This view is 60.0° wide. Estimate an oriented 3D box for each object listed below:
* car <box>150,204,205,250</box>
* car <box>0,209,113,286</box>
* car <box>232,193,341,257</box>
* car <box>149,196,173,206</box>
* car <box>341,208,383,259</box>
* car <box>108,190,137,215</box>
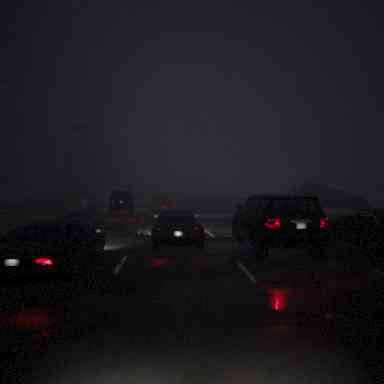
[{"bbox_3d":[-0.614,1.392,13.537,1.994,1.385,4.181,0,1,-4],"label":"car"},{"bbox_3d":[-3.774,1.435,9.207,2.033,1.411,5.357,0,1,-3],"label":"car"},{"bbox_3d":[3.004,1.059,12.394,2.150,2.045,5.566,0,1,-4],"label":"car"},{"bbox_3d":[-2.937,1.086,31.272,1.882,1.535,5.008,0,1,-10],"label":"car"},{"bbox_3d":[6.511,1.328,12.013,2.128,1.511,4.902,0,1,-4],"label":"car"},{"bbox_3d":[-6.107,0.860,29.260,2.150,2.045,5.566,0,1,-10],"label":"car"}]
